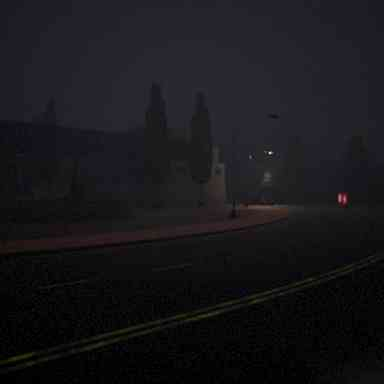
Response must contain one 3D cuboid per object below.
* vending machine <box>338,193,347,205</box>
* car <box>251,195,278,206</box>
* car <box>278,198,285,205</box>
[{"bbox_3d":[26.326,1.203,58.148,1.100,2.100,0.880,0,0,-16],"label":"vending machine"},{"bbox_3d":[11.795,1.357,55.744,2.097,1.767,4.553,0,0,-18],"label":"car"},{"bbox_3d":[14.371,1.554,59.195,2.033,1.411,5.357,0,0,-20],"label":"car"}]
